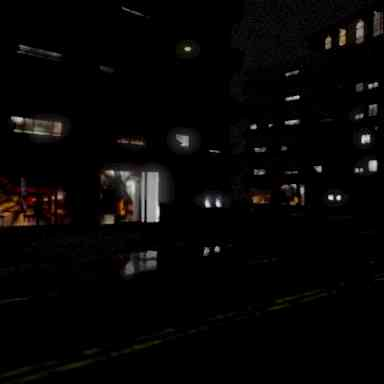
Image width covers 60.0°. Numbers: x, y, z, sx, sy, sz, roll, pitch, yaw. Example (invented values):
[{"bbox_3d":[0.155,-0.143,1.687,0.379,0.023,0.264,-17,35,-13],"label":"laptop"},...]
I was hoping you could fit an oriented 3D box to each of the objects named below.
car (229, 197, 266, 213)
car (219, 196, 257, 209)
[{"bbox_3d":[5.184,1.367,33.144,4.403,1.369,2.008,2,-1,37],"label":"car"},{"bbox_3d":[5.921,1.334,43.137,4.403,1.369,2.008,2,-1,37],"label":"car"}]
